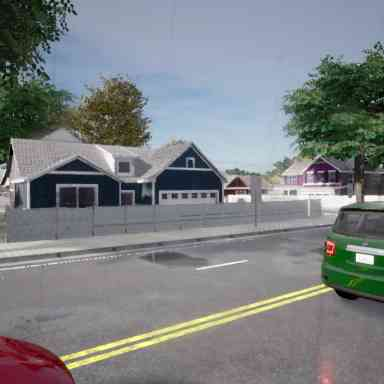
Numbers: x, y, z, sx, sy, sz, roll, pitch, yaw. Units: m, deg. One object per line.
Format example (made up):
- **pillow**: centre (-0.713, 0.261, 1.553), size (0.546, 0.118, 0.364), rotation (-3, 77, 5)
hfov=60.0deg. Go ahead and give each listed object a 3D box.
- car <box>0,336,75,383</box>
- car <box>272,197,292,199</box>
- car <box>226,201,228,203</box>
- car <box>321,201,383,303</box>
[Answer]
- **car**: centre (-3.021, 1.476, 1.287), size (5.008, 1.535, 1.882), rotation (0, 0, -35)
- **car**: centre (10.964, 1.381, 38.919), size (2.097, 1.767, 4.553), rotation (-1, 0, -33)
- **car**: centre (3.991, 1.640, 50.341), size (1.812, 1.442, 4.674), rotation (-1, 0, -30)
- **car**: centre (5.102, 1.209, 7.120), size (5.566, 2.045, 2.150), rotation (0, 0, -35)
